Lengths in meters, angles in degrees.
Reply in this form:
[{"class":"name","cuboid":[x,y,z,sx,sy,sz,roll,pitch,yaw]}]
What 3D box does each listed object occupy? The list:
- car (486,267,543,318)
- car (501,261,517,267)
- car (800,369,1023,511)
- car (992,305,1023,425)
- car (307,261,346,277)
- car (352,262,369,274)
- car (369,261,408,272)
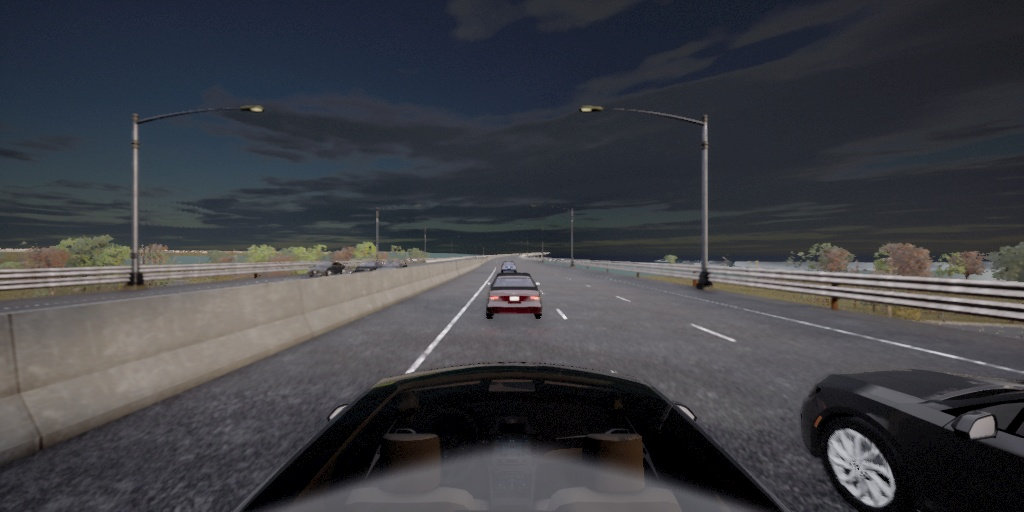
[{"class":"car","cuboid":[0.051,1.297,13.018,2.033,1.411,5.357,0,0,0]},{"class":"car","cuboid":[-0.387,1.290,42.039,2.033,1.411,5.357,0,0,-1]},{"class":"car","cuboid":[3.593,1.254,1.315,1.837,1.490,4.892,0,0,0]},{"class":"car","cuboid":[7.090,1.312,2.464,1.994,1.385,4.181,0,0,0]},{"class":"car","cuboid":[-17.916,1.257,34.944,1.837,1.490,4.892,0,0,-1]},{"class":"car","cuboid":[-14.442,1.297,36.791,2.033,1.411,5.357,0,0,-1]},{"class":"car","cuboid":[-10.885,1.241,32.899,2.128,1.511,4.902,0,0,-1]}]
